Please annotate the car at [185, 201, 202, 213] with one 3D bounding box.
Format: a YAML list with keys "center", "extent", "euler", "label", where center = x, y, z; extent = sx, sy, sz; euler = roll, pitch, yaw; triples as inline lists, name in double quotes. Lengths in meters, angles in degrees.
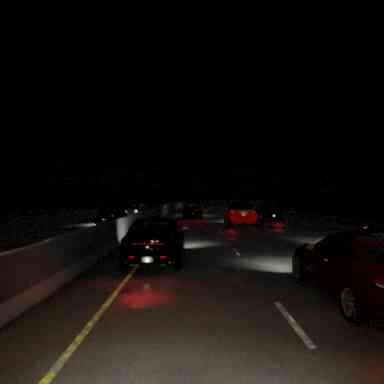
- center: [0.234, 2.019, 45.878]
  extent: [2.128, 1.511, 4.902]
  euler: [0, -1, 3]
  label: "car"

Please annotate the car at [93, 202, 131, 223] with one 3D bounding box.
- center: [-7.054, 1.871, 29.107]
  extent: [2.033, 1.411, 5.357]
  euler: [0, -1, 0]
  label: "car"

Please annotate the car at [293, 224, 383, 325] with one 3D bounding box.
- center: [3.610, 1.575, 7.062]
  extent: [1.812, 1.442, 4.674]
  euler: [0, -1, 0]
  label: "car"

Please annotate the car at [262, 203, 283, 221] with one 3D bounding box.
- center: [7.149, 1.857, 31.410]
  extent: [1.837, 1.490, 4.892]
  euler: [0, -1, 0]
  label: "car"

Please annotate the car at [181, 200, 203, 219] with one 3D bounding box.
- center: [0.105, 1.853, 33.283]
  extent: [1.882, 1.535, 5.008]
  euler: [0, -1, 1]
  label: "car"

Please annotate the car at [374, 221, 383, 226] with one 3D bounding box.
- center: [7.118, 1.670, 11.555]
  extent: [1.994, 1.385, 4.181]
  euler: [0, -1, 0]
  label: "car"

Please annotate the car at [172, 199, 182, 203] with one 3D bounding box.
- center: [-2.994, 2.338, 70.756]
  extent: [1.837, 1.490, 4.892]
  euler: [0, -1, 14]
  label: "car"

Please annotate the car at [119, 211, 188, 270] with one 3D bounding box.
- center: [-1.208, 1.610, 11.409]
  extent: [1.837, 1.490, 4.892]
  euler: [0, -1, 0]
  label: "car"

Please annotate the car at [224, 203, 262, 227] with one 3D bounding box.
- center: [3.640, 1.631, 25.520]
  extent: [2.097, 1.767, 4.553]
  euler: [0, -1, 0]
  label: "car"

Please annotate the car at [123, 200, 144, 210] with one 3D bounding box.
- center: [-9.553, 2.168, 56.035]
  extent: [1.837, 1.490, 4.892]
  euler: [0, -1, 7]
  label: "car"
